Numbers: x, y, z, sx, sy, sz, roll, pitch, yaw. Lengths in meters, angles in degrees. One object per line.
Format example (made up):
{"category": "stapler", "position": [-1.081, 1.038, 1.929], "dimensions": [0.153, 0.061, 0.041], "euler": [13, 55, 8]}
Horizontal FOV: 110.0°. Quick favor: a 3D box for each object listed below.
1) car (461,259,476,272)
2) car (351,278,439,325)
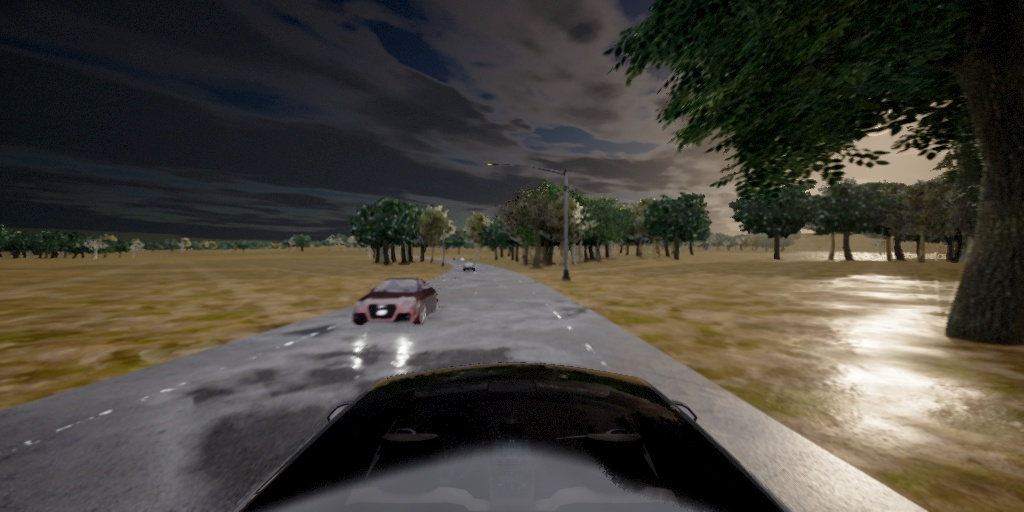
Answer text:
{"category": "car", "position": [-6.494, 1.639, 54.751], "dimensions": [1.882, 1.535, 5.008], "euler": [0, 0, -6]}
{"category": "car", "position": [-3.742, 1.439, 12.192], "dimensions": [1.994, 1.385, 4.181], "euler": [0, -1, -1]}
